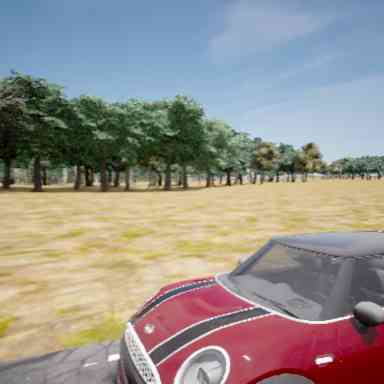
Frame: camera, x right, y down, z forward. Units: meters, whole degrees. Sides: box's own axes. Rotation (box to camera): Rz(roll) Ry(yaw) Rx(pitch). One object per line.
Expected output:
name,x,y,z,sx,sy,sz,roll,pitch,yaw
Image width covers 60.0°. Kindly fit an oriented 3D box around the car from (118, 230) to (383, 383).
car,1.501,1.303,3.843,4.553,1.767,2.097,0,1,-22
